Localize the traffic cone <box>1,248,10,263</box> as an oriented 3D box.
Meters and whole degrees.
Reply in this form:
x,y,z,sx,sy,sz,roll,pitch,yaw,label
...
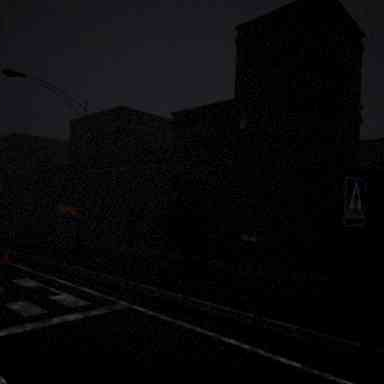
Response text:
x,y,z,sx,sy,sz,roll,pitch,yaw,label
-7.745,2.641,13.881,0.340,0.580,0.340,-3,-5,44,traffic cone

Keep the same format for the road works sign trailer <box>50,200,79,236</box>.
x,y,z,sx,sy,sz,roll,pitch,yaw,label
-12.535,3.144,32.807,2.380,3.560,2.880,9,36,-24,road works sign trailer
